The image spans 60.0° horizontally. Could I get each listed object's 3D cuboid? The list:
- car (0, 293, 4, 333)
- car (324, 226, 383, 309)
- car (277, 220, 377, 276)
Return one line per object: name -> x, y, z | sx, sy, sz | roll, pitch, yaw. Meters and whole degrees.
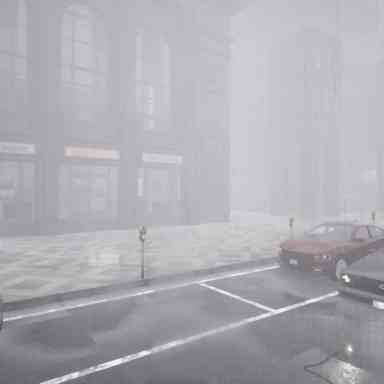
car -> -4.701, 1.315, 3.290 | 5.009, 1.841, 2.192 | 0, 0, -36
car -> 5.397, 1.548, 7.230 | 5.357, 1.411, 2.033 | 0, 0, -36
car -> 4.419, 1.545, 9.798 | 4.507, 1.381, 1.887 | 0, 0, -36
